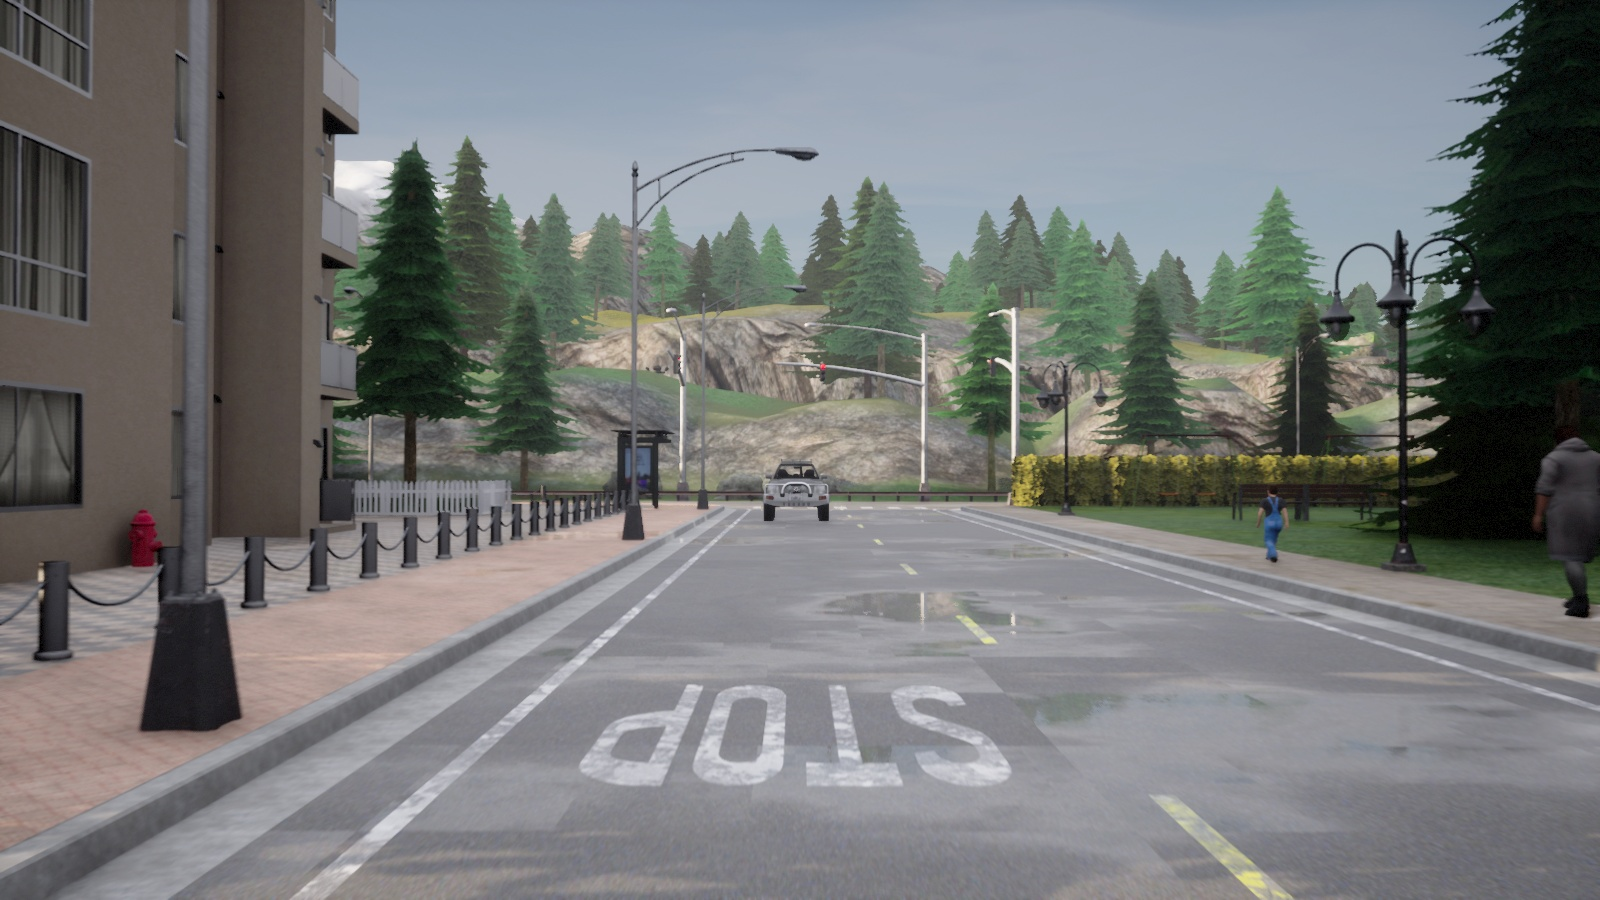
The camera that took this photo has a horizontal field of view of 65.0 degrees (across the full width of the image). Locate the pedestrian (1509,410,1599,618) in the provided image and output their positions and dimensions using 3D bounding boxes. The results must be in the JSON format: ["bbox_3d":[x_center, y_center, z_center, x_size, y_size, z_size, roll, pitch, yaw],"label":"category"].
[{"bbox_3d":[7.500,0.607,12.223,0.659,1.952,0.873,0,-1,-1],"label":"pedestrian"}]

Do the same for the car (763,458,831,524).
[{"bbox_3d":[-0.100,1.194,37.968,1.932,1.855,4.605,0,-1,0],"label":"car"}]

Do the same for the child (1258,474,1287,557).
[{"bbox_3d":[7.270,0.998,19.322,0.270,1.263,0.437,0,-1,0],"label":"child"}]
